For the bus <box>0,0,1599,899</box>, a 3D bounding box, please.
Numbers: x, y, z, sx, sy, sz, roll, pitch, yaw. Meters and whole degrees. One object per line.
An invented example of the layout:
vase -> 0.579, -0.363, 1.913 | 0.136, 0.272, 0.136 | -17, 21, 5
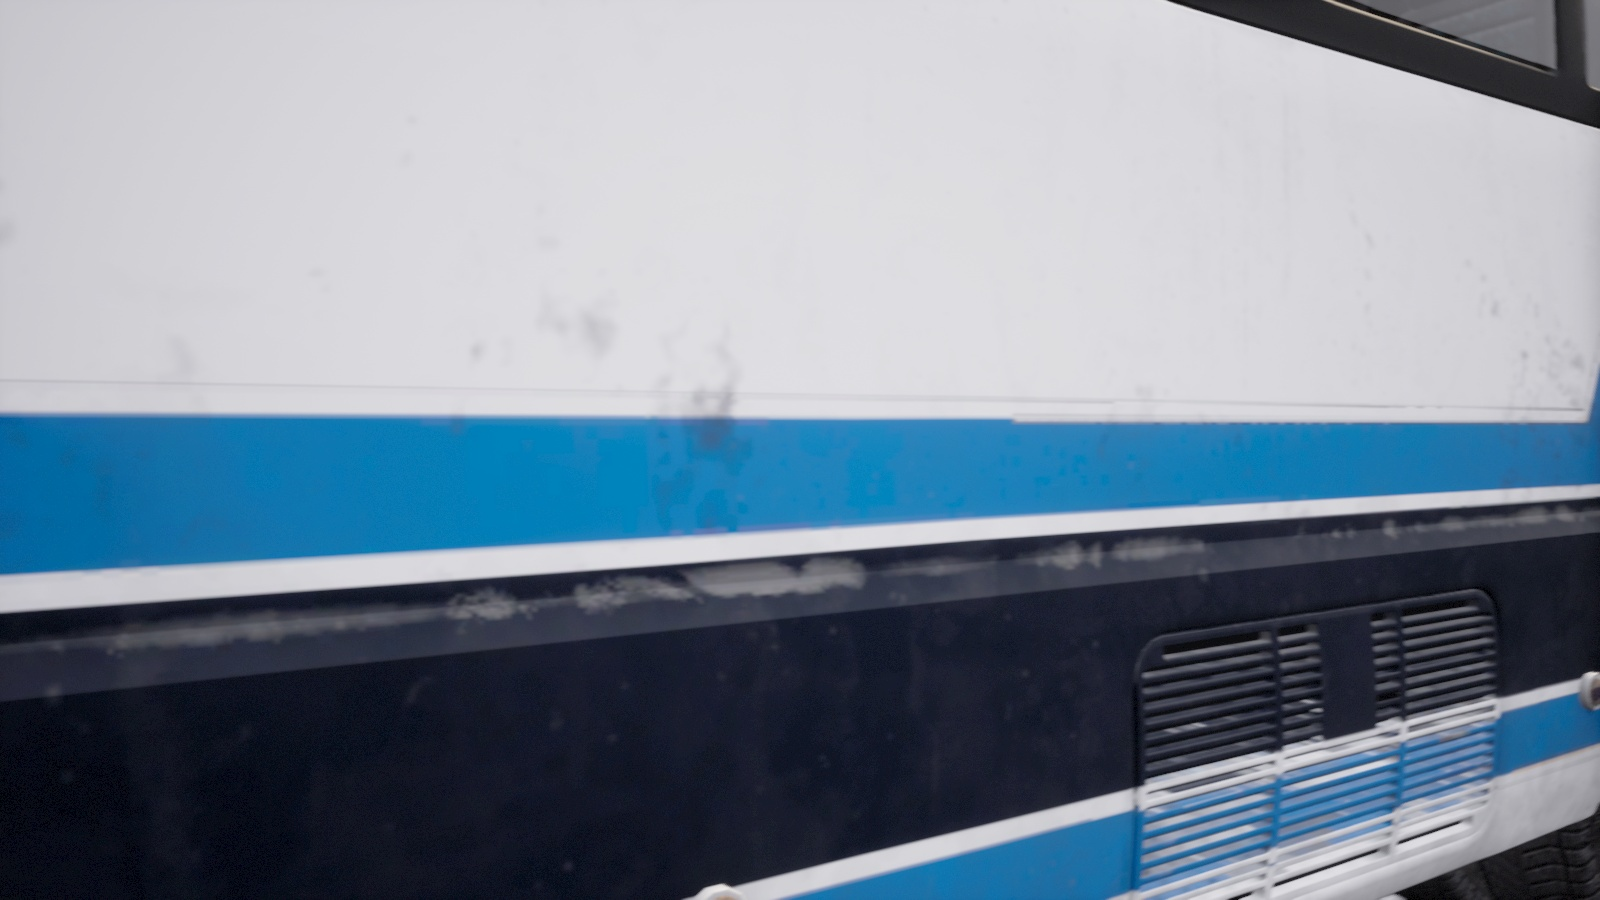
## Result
bus -> -0.484, -0.623, 3.328 | 10.273, 4.253, 3.944 | -1, 0, -35
